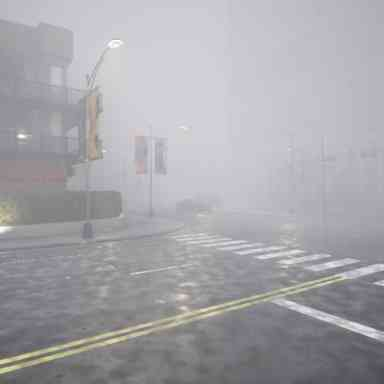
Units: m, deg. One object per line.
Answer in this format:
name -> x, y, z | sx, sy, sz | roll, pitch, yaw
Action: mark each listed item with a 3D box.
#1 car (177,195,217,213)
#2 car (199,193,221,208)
car -> 0.218, 1.480, 37.103 | 1.882, 1.535, 5.008 | 0, 0, -35
car -> 1.982, 1.225, 48.811 | 2.150, 2.045, 5.566 | 0, 0, -33
